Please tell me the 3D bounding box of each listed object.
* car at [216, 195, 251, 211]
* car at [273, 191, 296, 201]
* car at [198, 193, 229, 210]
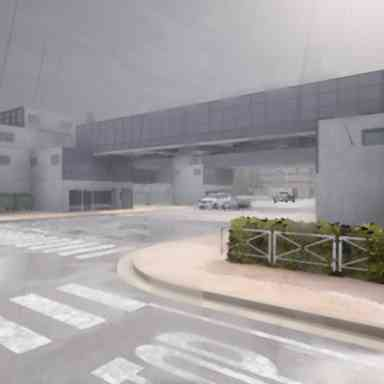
[{"bbox_3d":[5.313,1.440,39.330,2.128,1.511,4.902,0,0,36],"label":"car"},{"bbox_3d":[14.463,0.789,51.935,2.150,2.045,5.566,0,0,36],"label":"car"},{"bbox_3d":[2.990,1.161,42.098,2.150,2.045,5.566,0,0,36],"label":"car"}]
